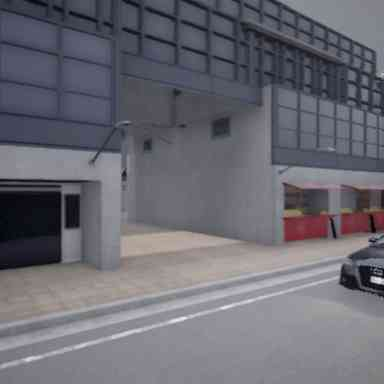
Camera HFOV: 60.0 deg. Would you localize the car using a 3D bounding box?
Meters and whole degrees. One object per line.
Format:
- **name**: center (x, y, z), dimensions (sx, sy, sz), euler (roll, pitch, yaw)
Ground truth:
- **car**: center (5.289, 1.570, 7.751), dimensions (4.181, 1.385, 1.994), euler (0, 0, -36)
